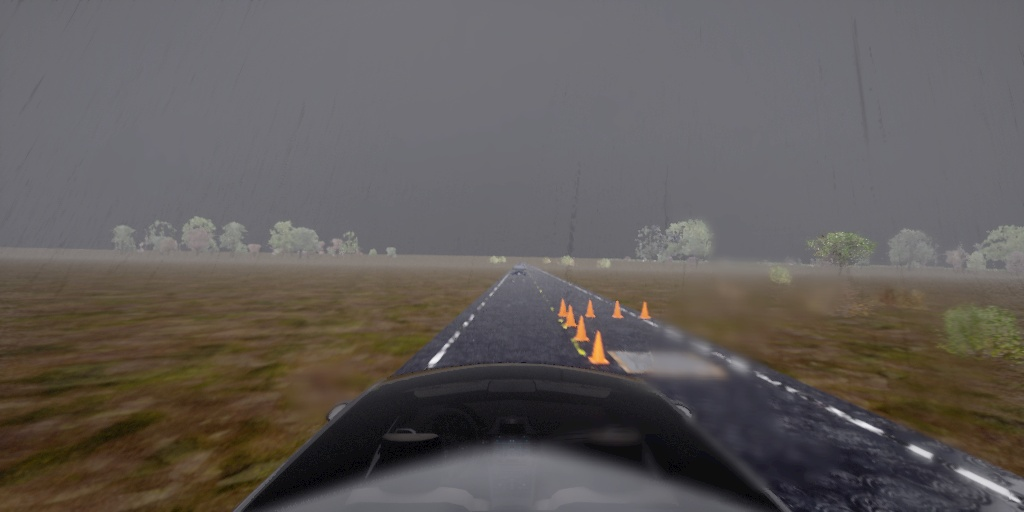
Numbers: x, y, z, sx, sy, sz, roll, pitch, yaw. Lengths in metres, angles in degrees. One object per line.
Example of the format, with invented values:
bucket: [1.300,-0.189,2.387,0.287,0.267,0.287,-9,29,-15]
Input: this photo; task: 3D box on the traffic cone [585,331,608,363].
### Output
traffic cone: [1.734,1.813,7.231,0.340,0.580,0.340,0,0,1]

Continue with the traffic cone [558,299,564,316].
traffic cone: [1.868,1.887,13.229,0.340,0.580,0.340,0,0,1]

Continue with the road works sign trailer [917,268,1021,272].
road works sign trailer: [2.852,0.265,0.205,2.380,3.560,2.880,0,0,1]

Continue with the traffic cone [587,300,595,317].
traffic cone: [2.867,1.911,13.207,0.340,0.580,0.340,0,0,1]

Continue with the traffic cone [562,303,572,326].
traffic cone: [1.823,1.862,11.230,0.340,0.580,0.340,0,0,1]

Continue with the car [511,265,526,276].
car: [0.903,1.854,46.606,2.033,1.411,5.357,1,-1,1]

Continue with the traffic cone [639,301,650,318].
traffic cone: [4.866,1.958,13.162,0.340,0.580,0.340,0,0,1]

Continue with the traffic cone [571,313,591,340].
traffic cone: [1.779,1.837,9.231,0.340,0.580,0.340,0,0,1]

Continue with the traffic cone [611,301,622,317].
traffic cone: [3.866,1.934,13.184,0.340,0.580,0.340,0,0,1]
